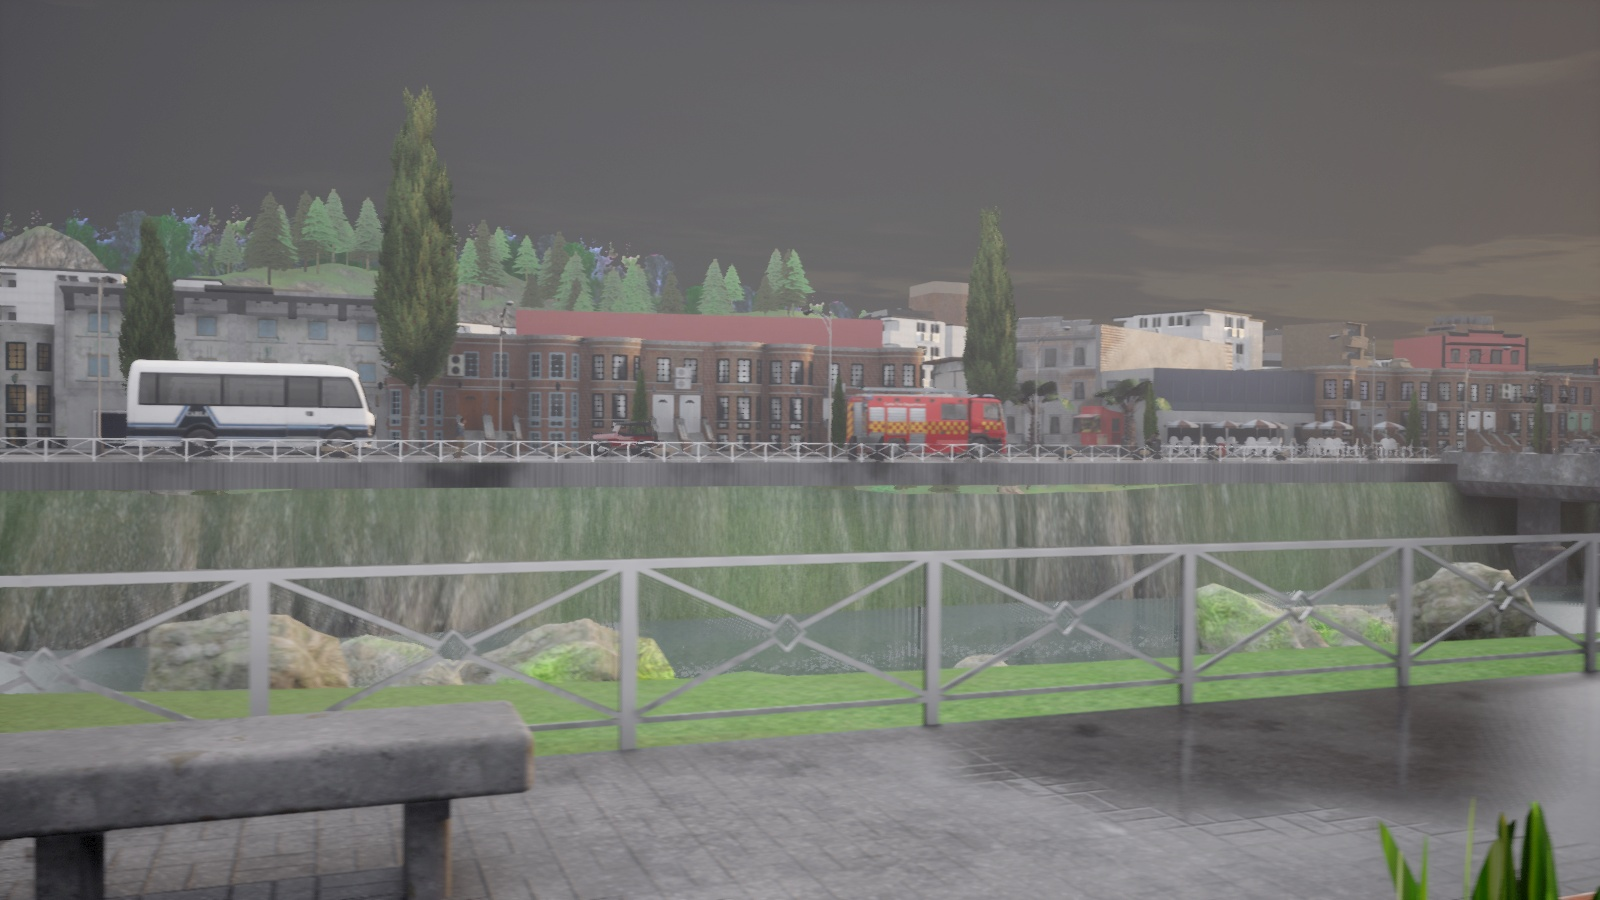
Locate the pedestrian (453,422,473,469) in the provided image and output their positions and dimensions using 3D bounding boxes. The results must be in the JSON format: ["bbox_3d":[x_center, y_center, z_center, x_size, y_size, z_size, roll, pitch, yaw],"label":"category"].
[{"bbox_3d":[-14.182,-0.199,52.877,0.788,1.949,0.423,-1,1,-16],"label":"pedestrian"}]

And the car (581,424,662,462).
[{"bbox_3d":[-9.417,-0.381,66.148,3.866,1.878,1.905,-1,1,-21],"label":"car"}]

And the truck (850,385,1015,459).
[{"bbox_3d":[7.225,-1.554,68.182,8.468,3.827,2.891,-1,1,-21],"label":"truck"}]

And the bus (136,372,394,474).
[{"bbox_3d":[-23.750,-1.240,56.410,10.273,4.253,3.944,-1,1,-21],"label":"bus"}]
